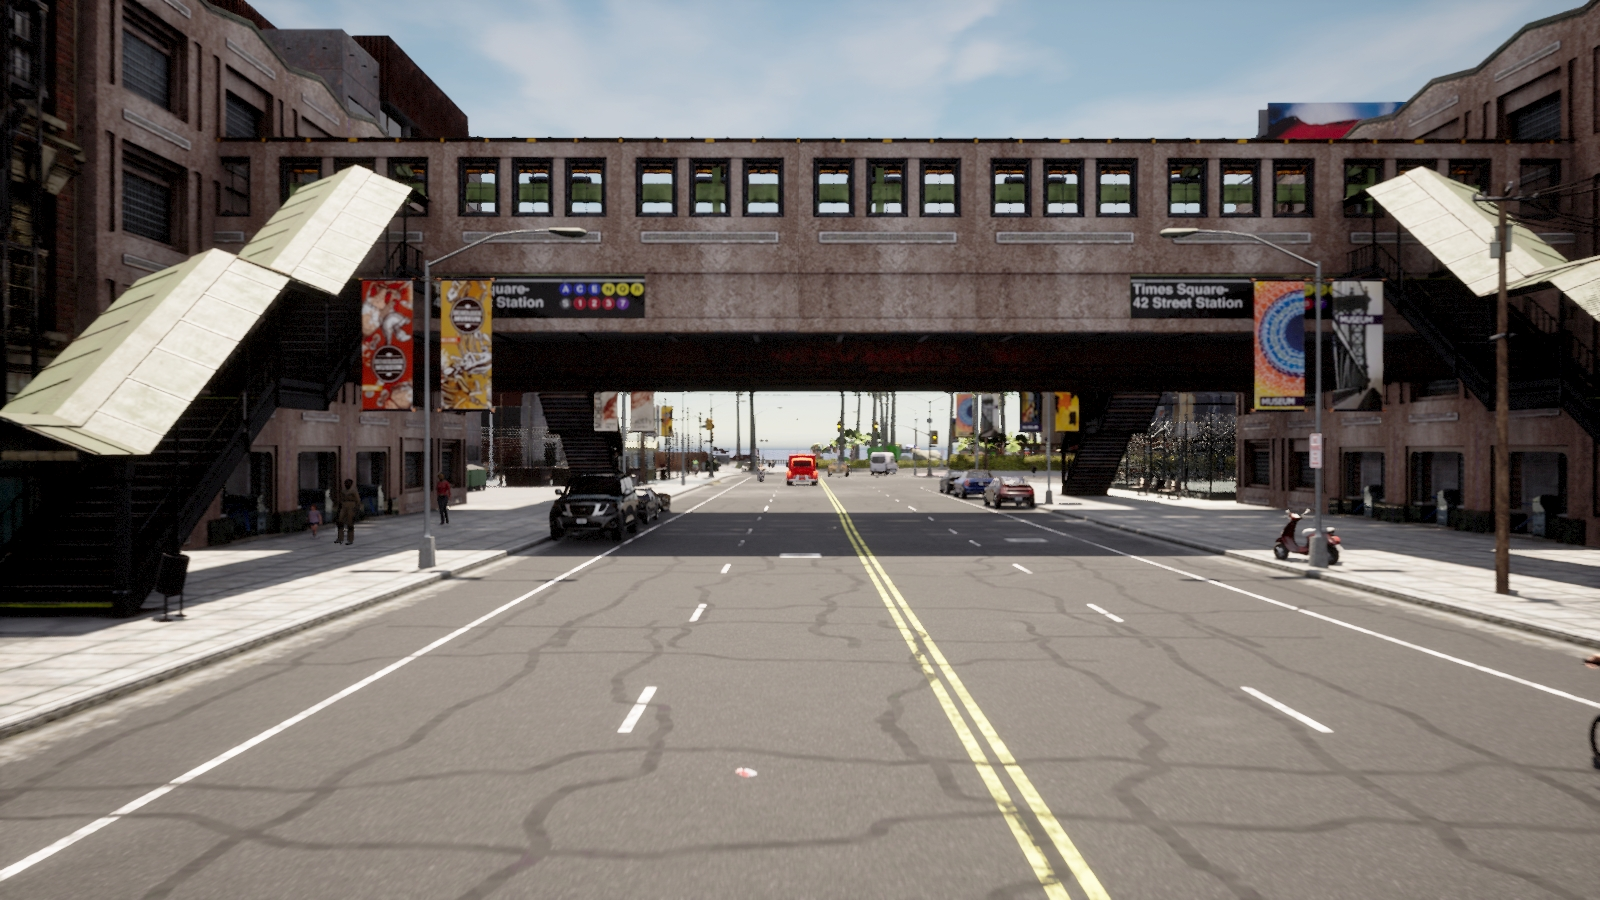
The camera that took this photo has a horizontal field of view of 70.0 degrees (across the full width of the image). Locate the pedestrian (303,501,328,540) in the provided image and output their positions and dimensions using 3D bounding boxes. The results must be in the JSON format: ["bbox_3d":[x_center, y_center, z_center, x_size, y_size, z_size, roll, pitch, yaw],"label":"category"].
[{"bbox_3d":[-14.285,2.076,33.672,0.500,1.100,0.500,0,0,8],"label":"pedestrian"}]

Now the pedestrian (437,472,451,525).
[{"bbox_3d":[-12.488,1.696,40.066,0.375,1.860,0.375,0,0,6],"label":"pedestrian"}]

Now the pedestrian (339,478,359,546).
[{"bbox_3d":[-12.432,1.696,31.496,0.375,1.860,0.375,0,0,7],"label":"pedestrian"}]
